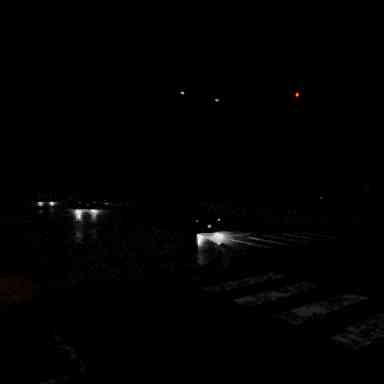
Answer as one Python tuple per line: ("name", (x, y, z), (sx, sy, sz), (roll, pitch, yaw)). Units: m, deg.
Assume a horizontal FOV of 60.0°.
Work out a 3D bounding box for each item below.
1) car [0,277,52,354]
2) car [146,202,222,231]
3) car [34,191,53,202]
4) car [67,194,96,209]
("car", (-4.203, 1.525, 3.664), (4.829, 1.417, 1.752), (0, 0, -35))
("car", (-0.654, 1.274, 18.753), (2.033, 1.411, 5.357), (0, 1, -35))
("car", (-21.614, 0.647, 48.253), (1.812, 1.442, 4.674), (0, 1, -36))
("car", (-11.262, 0.917, 33.611), (1.812, 1.442, 4.674), (0, 1, -36))
